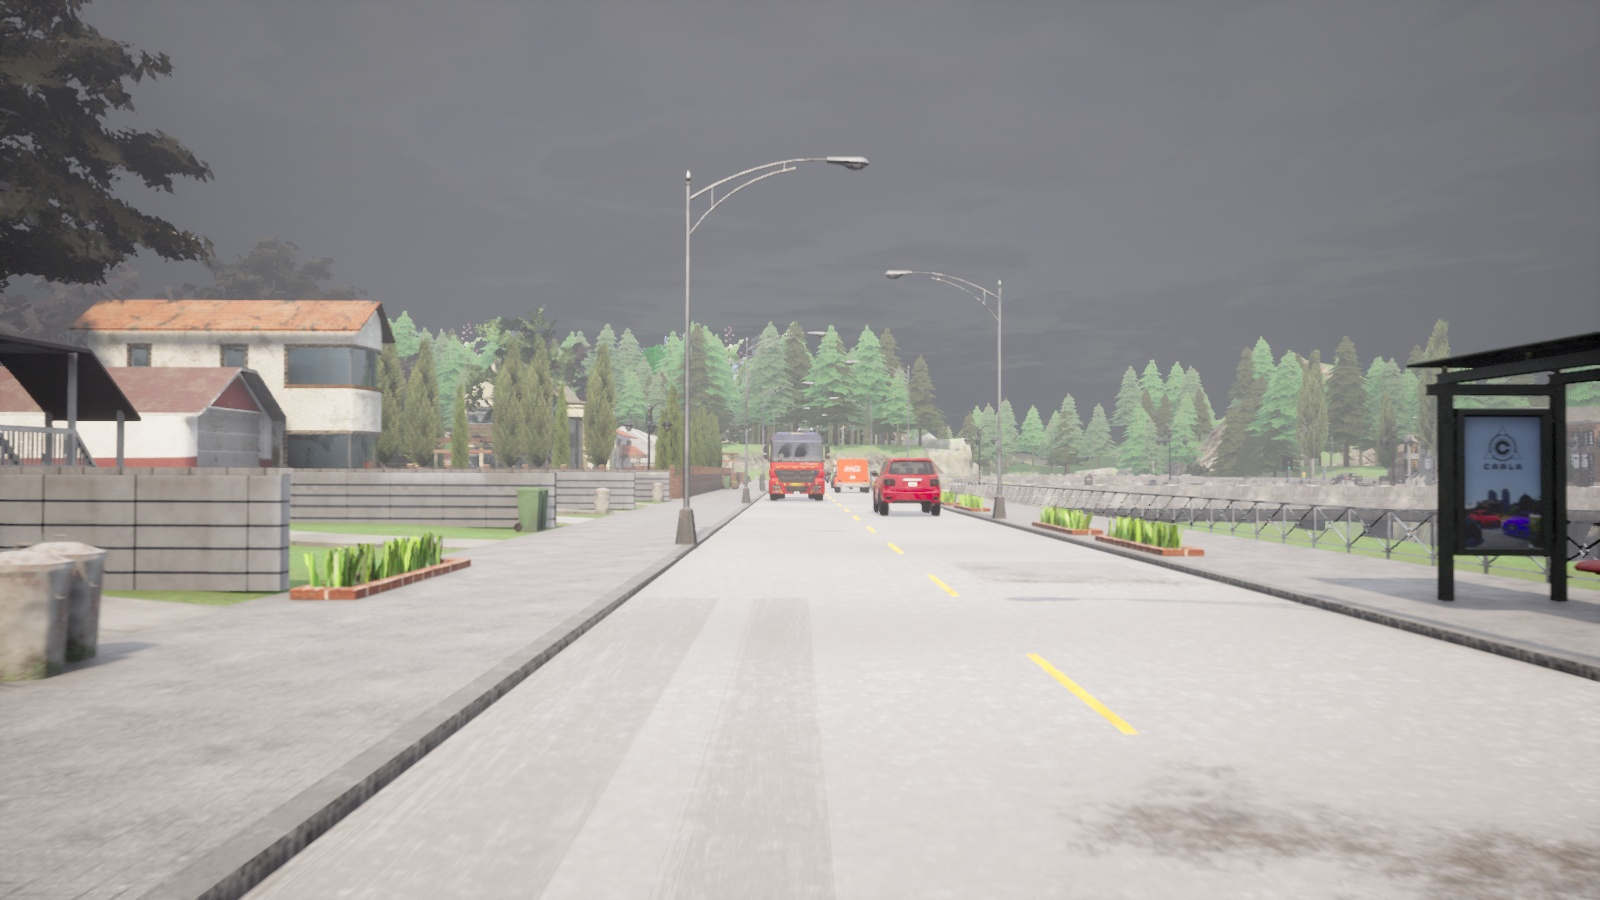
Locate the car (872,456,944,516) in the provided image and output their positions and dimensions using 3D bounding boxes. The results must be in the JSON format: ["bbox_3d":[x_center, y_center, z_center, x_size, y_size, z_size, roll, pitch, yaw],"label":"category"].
[{"bbox_3d":[3.891,1.292,46.247,2.150,2.045,5.566,0,-1,0],"label":"car"}]

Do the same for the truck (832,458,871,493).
[{"bbox_3d":[3.780,1.866,92.793,2.627,2.467,5.204,0,-1,0],"label":"truck"}]

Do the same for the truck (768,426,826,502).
[{"bbox_3d":[-0.164,0.784,67.704,2.891,3.827,8.468,0,-1,0],"label":"truck"}]
